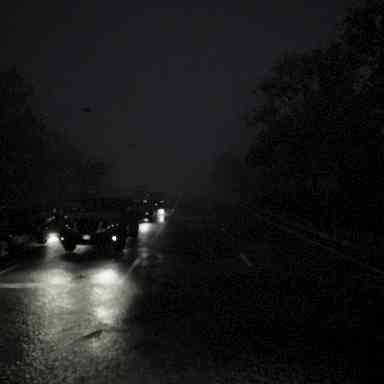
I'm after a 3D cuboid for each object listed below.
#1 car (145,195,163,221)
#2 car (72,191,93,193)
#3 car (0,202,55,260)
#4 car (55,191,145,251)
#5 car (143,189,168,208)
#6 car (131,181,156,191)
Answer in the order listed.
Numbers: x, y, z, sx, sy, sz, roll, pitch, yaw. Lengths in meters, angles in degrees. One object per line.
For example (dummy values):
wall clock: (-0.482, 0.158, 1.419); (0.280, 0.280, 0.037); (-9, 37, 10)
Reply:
car: (-3.594, 1.228, 24.350); (2.033, 1.411, 5.357); (0, 2, 0)
car: (-7.097, 0.978, 21.753); (2.150, 2.045, 5.566); (0, 2, 0)
car: (-7.099, 1.299, 12.189); (2.097, 1.767, 4.553); (0, 1, 0)
car: (-3.599, 1.143, 14.089); (2.150, 2.045, 5.566); (0, 1, 0)
car: (-3.587, 0.766, 34.675); (1.837, 1.490, 4.892); (0, 3, 0)
car: (-7.012, -0.144, 48.129); (2.150, 2.045, 5.566); (0, 3, 0)
